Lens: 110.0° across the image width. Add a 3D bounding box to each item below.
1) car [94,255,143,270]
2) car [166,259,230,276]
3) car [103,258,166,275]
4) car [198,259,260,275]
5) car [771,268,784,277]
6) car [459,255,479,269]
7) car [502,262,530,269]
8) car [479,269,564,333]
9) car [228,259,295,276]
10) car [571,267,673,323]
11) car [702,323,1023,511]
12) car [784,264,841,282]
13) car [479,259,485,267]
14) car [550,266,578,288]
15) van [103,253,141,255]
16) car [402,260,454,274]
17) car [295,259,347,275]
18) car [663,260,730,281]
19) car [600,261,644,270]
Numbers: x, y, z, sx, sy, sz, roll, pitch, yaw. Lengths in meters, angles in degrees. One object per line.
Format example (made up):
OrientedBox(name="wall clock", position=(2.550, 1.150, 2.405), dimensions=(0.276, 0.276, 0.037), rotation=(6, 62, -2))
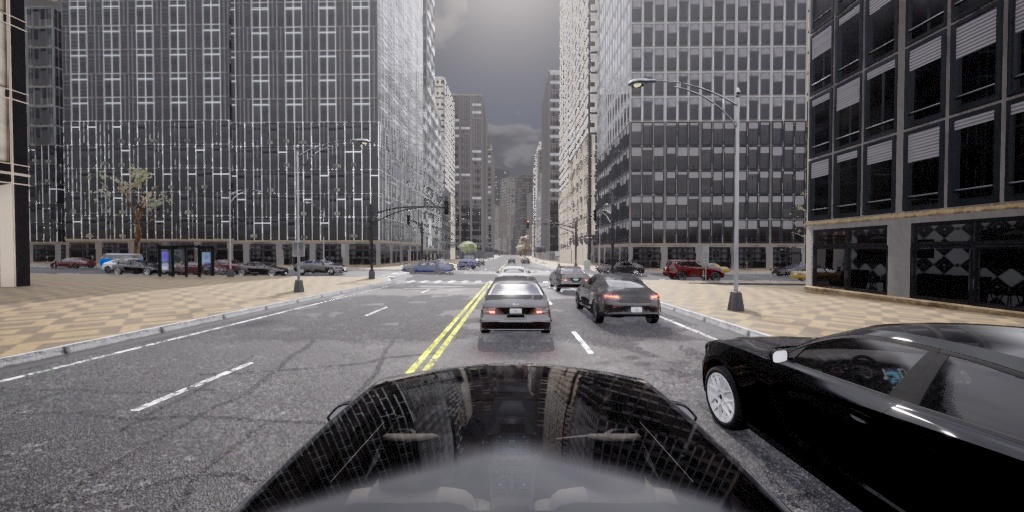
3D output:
OrientedBox(name="car", position=(-37.967, 0.949, 35.675), dimensions=(4.674, 1.442, 1.812), rotation=(1, 1, 2))
OrientedBox(name="car", position=(-28.435, 1.136, 32.791), dimensions=(4.207, 1.307, 1.802), rotation=(0, 0, 1))
OrientedBox(name="car", position=(-34.116, 1.067, 32.960), dimensions=(4.313, 1.339, 1.948), rotation=(0, 0, 1))
OrientedBox(name="car", position=(-27.917, 1.041, 35.469), dimensions=(4.674, 1.442, 1.812), rotation=(1, 1, 1))
OrientedBox(name="car", position=(30.340, 1.530, 37.699), dimensions=(5.357, 1.411, 2.033), rotation=(1, 1, 1))
OrientedBox(name="car", position=(-6.631, 0.932, 53.883), dimensions=(2.150, 2.045, 5.566), rotation=(0, 0, 0))
OrientedBox(name="car", position=(0.089, 1.265, 20.243), dimensions=(1.812, 1.442, 4.674), rotation=(0, 0, 0))
OrientedBox(name="car", position=(0.096, 1.293, 10.652), dimensions=(2.033, 1.411, 5.357), rotation=(0, 0, 0))
OrientedBox(name="car", position=(-22.751, 1.172, 32.661), dimensions=(4.313, 1.339, 1.948), rotation=(0, 0, 1))
OrientedBox(name="car", position=(3.345, 1.271, 11.922), dimensions=(1.812, 1.442, 4.674), rotation=(0, 0, 0))
OrientedBox(name="car", position=(3.344, 1.227, 2.575), dimensions=(1.882, 1.535, 5.008), rotation=(0, 0, 0))
OrientedBox(name="car", position=(27.623, 1.577, 31.970), dimensions=(4.829, 1.417, 1.751), rotation=(0, 0, 1))
OrientedBox(name="car", position=(-6.604, 1.190, 63.801), dimensions=(2.128, 1.511, 4.902), rotation=(0, 0, 0))
OrientedBox(name="car", position=(3.340, 1.286, 21.333), dimensions=(2.033, 1.411, 5.357), rotation=(0, 0, 0))
OrientedBox(name="van", position=(-45.313, 0.603, 41.613), dimensions=(3.998, 1.789, 1.690), rotation=(0, 0, 1))
OrientedBox(name="car", position=(-8.921, 1.183, 38.308), dimensions=(5.357, 1.411, 2.033), rotation=(1, 1, 1))
OrientedBox(name="car", position=(-18.821, 1.089, 35.290), dimensions=(4.902, 1.511, 2.128), rotation=(1, 1, 1))
OrientedBox(name="car", position=(16.174, 1.267, 32.159), dimensions=(5.009, 1.841, 2.192), rotation=(0, 0, 1))
OrientedBox(name="car", position=(11.455, 1.321, 38.015), dimensions=(4.892, 1.490, 1.837), rotation=(0, 1, 1))
